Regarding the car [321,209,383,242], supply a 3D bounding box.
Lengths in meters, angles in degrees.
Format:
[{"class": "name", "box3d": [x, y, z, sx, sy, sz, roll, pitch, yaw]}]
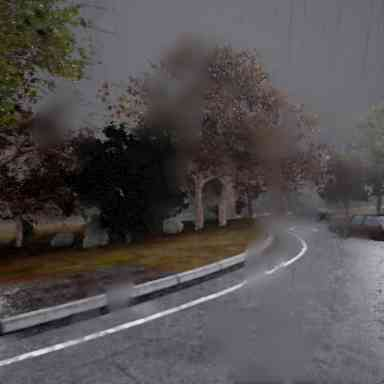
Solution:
[{"class": "car", "box3d": [9.284, 1.828, 16.685, 2.033, 1.411, 5.357, 1, -1, -18]}]

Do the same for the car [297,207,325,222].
[{"class": "car", "box3d": [11.761, 2.127, 31.788, 1.895, 1.301, 4.718, 1, -1, 38]}]
